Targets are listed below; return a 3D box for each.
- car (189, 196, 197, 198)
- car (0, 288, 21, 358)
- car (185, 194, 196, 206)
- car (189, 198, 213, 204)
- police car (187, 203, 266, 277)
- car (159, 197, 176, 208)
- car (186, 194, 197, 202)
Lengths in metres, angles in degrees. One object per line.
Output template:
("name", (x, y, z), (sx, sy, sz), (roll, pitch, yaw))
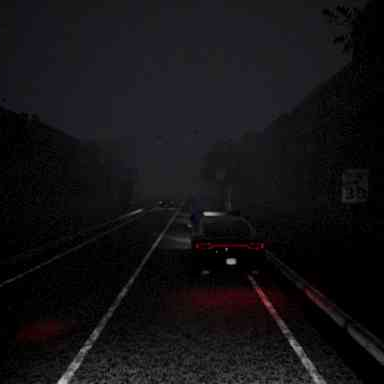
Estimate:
("car", (0.885, 1.323, 26.068), (1.882, 1.535, 5.008), (0, 0, 0))
("car", (-3.102, 1.536, 1.884), (2.033, 1.411, 5.357), (0, 0, 0))
("car", (-0.020, 1.171, 46.548), (2.128, 1.511, 4.902), (0, 1, 0))
("car", (0.889, 1.359, 20.068), (1.882, 1.535, 5.008), (0, 0, 0))
("police car", (0.895, 1.364, 10.178), (1.930, 1.638, 5.238), (0, 0, 0))
("car", (-3.118, 1.324, 42.288), (1.895, 1.301, 4.718), (0, 1, 0))
("car", (-0.035, 1.085, 60.935), (1.895, 1.301, 4.718), (0, 1, 0))
